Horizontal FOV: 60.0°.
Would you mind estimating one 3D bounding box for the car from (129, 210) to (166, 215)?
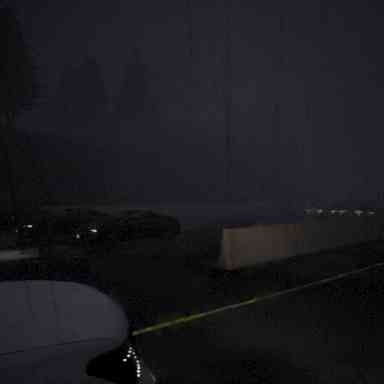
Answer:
[{"bbox_3d":[-2.747,1.582,15.183,4.902,1.511,2.128,1,-1,-38],"label":"car"}]

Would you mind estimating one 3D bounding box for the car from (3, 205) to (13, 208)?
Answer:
[{"bbox_3d":[-11.825,1.553,17.097,4.892,1.490,1.837,1,0,-36],"label":"car"}]

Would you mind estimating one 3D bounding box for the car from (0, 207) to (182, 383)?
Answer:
[{"bbox_3d":[-2.924,1.216,1.717,5.566,2.045,2.150,0,0,-35],"label":"car"}]

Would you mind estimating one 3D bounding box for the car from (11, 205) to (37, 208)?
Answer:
[{"bbox_3d":[-6.181,1.573,16.951,4.902,1.511,2.128,1,0,-37],"label":"car"}]
